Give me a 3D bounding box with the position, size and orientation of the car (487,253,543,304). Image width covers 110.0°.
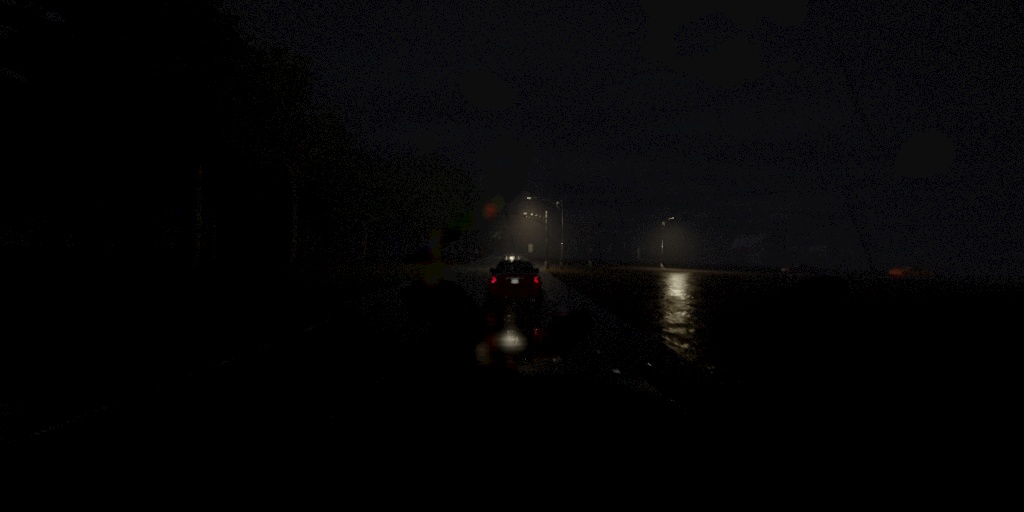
[{"bbox_3d":[0.109,0.911,15.228,2.097,1.767,4.553,0,1,0],"label":"car"}]
